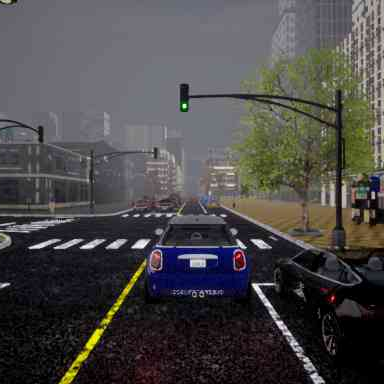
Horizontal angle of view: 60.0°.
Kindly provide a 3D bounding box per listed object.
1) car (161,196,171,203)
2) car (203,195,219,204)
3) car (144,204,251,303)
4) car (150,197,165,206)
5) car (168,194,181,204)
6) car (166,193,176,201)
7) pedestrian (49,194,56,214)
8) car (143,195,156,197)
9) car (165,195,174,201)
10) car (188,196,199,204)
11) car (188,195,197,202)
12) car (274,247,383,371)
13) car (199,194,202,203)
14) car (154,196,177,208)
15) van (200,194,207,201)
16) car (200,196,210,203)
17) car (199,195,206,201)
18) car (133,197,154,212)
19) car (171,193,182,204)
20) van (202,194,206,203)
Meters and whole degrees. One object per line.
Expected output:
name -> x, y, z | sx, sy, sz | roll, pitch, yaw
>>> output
car -> -5.591, 1.532, 71.305 | 1.752, 1.417, 4.829 | 0, 0, 0
car -> 2.752, 1.528, 43.881 | 1.752, 1.417, 4.829 | 0, 0, 0
car -> 0.111, 1.353, 8.350 | 2.097, 1.767, 4.553 | 0, 0, 0
car -> -5.614, 1.555, 54.822 | 2.008, 1.369, 4.403 | 0, 0, 0
car -> -3.032, 1.481, 48.489 | 1.882, 1.535, 5.008 | 0, 0, 0
car -> -5.568, 1.324, 88.128 | 2.192, 1.841, 5.009 | 0, 0, 0
pedestrian -> -12.710, 1.039, 30.183 | 0.375, 1.860, 0.375 | 0, -1, -1
car -> -5.627, 1.318, 43.720 | 2.192, 1.841, 5.009 | 0, 0, 0
car -> -5.576, 1.559, 82.577 | 2.008, 1.369, 4.403 | 0, 0, 0
car -> 0.189, 1.570, 64.202 | 1.994, 1.385, 4.181 | 0, 0, 0
car -> 0.107, 1.547, 79.184 | 2.033, 1.411, 5.357 | 0, 0, 0
car -> 2.701, 1.566, 5.682 | 1.947, 1.339, 4.313 | 0, 0, 0
car -> 2.774, 1.556, 60.364 | 2.008, 1.369, 4.403 | 0, 0, 0
car -> -3.041, 1.528, 38.455 | 1.812, 1.442, 4.674 | 0, 0, -2
van -> 2.806, 1.349, 82.568 | 1.690, 1.788, 3.998 | 0, 0, 0
car -> 2.789, 1.572, 71.466 | 1.947, 1.339, 4.313 | 0, 0, 0
car -> 2.812, 1.534, 88.289 | 1.752, 1.417, 4.829 | 0, 0, 0
car -> -5.636, 1.584, 38.169 | 1.802, 1.307, 4.206 | 0, 0, 0
car -> -2.991, 1.226, 58.986 | 2.150, 2.045, 5.566 | 0, 0, 1
van -> 2.760, 1.345, 49.263 | 1.690, 1.788, 3.998 | 0, 0, 0
